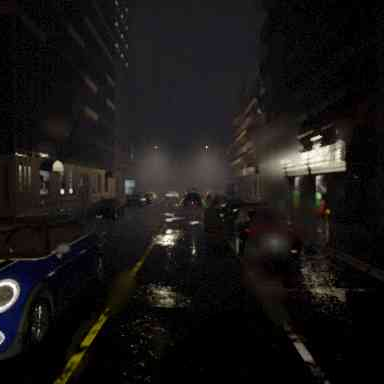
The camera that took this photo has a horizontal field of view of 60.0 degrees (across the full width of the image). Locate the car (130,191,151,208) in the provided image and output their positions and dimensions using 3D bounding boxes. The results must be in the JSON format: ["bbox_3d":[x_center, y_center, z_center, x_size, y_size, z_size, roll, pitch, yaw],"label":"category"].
[{"bbox_3d":[-5.685,0.854,33.816,2.008,1.369,4.403,0,1,0],"label":"car"}]

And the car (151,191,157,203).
[{"bbox_3d":[-5.685,0.630,39.462,1.967,1.590,4.097,0,1,0],"label":"car"}]

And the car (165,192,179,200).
[{"bbox_3d":[-2.994,0.615,50.357,1.895,1.301,4.718,0,1,0],"label":"car"}]

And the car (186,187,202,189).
[{"bbox_3d":[0.006,0.234,48.303,2.150,2.045,5.566,0,1,0],"label":"car"}]

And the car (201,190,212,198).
[{"bbox_3d":[2.699,0.320,62.053,1.802,1.307,4.206,0,1,0],"label":"car"}]

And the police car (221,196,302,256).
[{"bbox_3d":[2.368,1.173,12.044,1.930,1.638,5.238,0,1,0],"label":"police car"}]

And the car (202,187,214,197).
[{"bbox_3d":[2.697,0.517,45.107,1.967,1.590,4.097,0,1,0],"label":"car"}]

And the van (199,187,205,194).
[{"bbox_3d":[2.703,-0.476,90.285,1.690,1.788,3.998,0,1,0],"label":"van"}]

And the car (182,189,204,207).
[{"bbox_3d":[0.061,0.776,35.426,1.837,1.490,4.892,0,1,1],"label":"car"}]

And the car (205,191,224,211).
[{"bbox_3d":[2.695,0.854,33.815,2.008,1.369,4.403,0,1,0],"label":"car"}]

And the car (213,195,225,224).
[{"bbox_3d":[2.694,1.099,22.521,1.947,1.339,4.313,0,1,0],"label":"car"}]

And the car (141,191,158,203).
[{"bbox_3d":[-5.684,0.605,44.940,1.752,1.417,4.829,0,1,0],"label":"car"}]

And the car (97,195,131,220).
[{"bbox_3d":[-5.687,1.099,22.522,1.947,1.339,4.313,0,1,0],"label":"car"}]

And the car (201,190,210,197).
[{"bbox_3d":[2.700,0.207,67.700,1.802,1.307,4.206,0,1,0],"label":"car"}]

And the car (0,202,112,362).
[{"bbox_3d":[-3.099,1.226,5.929,2.097,1.767,4.553,0,1,0],"label":"car"}]
